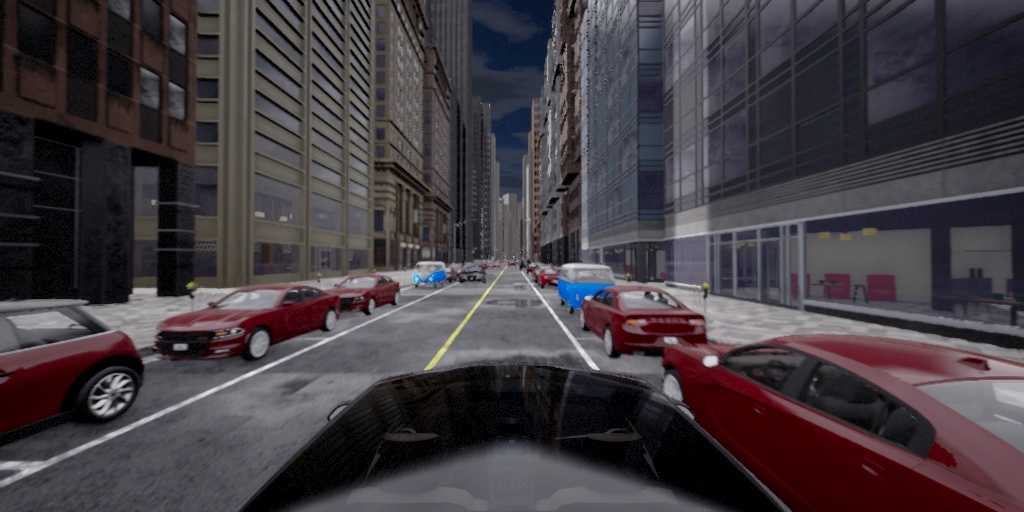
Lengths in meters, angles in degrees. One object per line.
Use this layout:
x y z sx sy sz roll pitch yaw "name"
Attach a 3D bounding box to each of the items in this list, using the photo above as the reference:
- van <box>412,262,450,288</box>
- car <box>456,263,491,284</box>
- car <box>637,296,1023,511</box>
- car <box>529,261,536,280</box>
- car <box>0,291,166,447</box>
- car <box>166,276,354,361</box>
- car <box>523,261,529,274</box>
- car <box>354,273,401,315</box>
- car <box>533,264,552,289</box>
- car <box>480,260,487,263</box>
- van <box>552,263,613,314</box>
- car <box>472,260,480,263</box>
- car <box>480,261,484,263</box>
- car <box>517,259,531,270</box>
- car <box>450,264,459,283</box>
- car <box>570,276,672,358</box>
-5.754 1.292 25.279 1.690 1.789 3.998 0 0 0 "van"
-3.087 1.551 29.476 1.994 1.385 4.181 0 0 0 "car"
2.763 1.305 2.878 1.888 1.381 4.507 0 0 0 "car"
2.773 1.440 30.887 1.967 1.591 4.097 0 0 0 "car"
-5.762 1.199 2.872 1.967 1.591 4.097 0 0 0 "car"
-5.760 1.353 8.474 1.888 1.381 4.507 0 0 0 "car"
2.779 1.690 47.693 1.888 1.381 4.507 0 0 0 "car"
-5.758 1.400 14.076 1.888 1.381 4.507 0 0 0 "car"
2.771 1.497 25.286 1.888 1.381 4.507 0 0 0 "car"
-5.742 1.555 58.888 2.192 1.841 5.009 0 0 0 "car"
2.767 1.197 14.081 1.690 1.789 3.998 0 0 0 "van"
-5.746 1.584 47.685 1.967 1.591 4.097 0 0 0 "car"
-5.744 1.758 53.286 1.948 1.339 4.313 0 0 0 "car"
2.416 1.518 64.388 2.150 2.045 5.566 0 -1 0 "car"
-5.752 1.581 30.880 1.802 1.307 4.207 0 0 0 "car"
2.765 1.353 8.479 1.888 1.381 4.507 0 0 0 "car"
